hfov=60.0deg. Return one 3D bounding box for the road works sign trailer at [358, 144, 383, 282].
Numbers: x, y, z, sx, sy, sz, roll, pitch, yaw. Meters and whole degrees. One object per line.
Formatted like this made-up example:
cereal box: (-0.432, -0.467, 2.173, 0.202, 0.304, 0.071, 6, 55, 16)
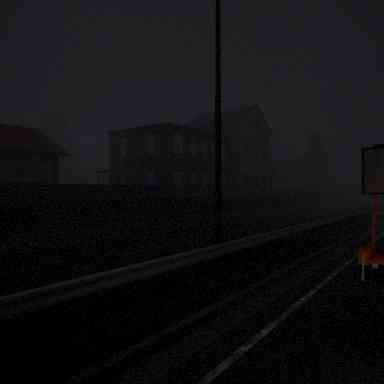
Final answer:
road works sign trailer: (5.935, 0.464, 8.937, 2.380, 3.560, 2.880, 0, 0, 36)
